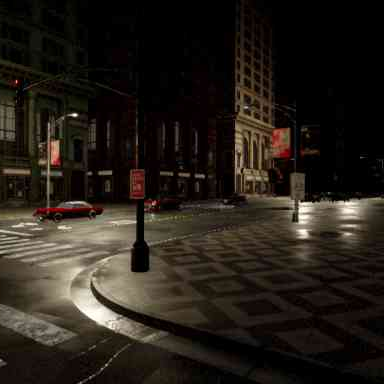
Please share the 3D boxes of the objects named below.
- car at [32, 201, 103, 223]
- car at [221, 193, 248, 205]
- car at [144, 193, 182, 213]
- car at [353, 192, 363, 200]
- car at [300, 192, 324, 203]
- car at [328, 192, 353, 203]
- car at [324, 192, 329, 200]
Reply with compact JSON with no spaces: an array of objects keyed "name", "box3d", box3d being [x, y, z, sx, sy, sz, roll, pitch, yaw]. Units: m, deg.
[{"name":"car","box3d":[-8.699,1.364,23.586,1.895,1.301,4.718,0,1,33]},{"name":"car","box3d":[5.637,0.940,43.721,2.128,1.511,4.902,0,1,36]},{"name":"car","box3d":[-2.951,0.988,31.668,2.097,1.767,4.553,0,1,36]},{"name":"car","box3d":[29.634,0.675,60.355,1.812,1.442,4.674,0,1,35]},{"name":"car","box3d":[17.279,0.911,48.569,1.994,1.385,4.181,0,1,35]},{"name":"car","box3d":[22.477,0.834,50.280,1.812,1.442,4.674,0,1,36]},{"name":"car","box3d":[23.022,0.713,56.650,2.128,1.511,4.902,0,1,35]}]
